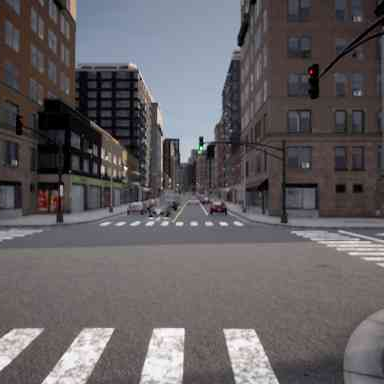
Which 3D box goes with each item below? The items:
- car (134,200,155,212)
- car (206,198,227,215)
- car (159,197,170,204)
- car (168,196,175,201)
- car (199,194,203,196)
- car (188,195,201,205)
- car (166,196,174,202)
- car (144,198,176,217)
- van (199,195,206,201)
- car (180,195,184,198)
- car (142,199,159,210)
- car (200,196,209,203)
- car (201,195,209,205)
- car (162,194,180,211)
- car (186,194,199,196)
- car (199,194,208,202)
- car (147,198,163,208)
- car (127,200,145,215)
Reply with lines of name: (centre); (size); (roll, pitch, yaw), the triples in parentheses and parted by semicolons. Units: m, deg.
car: (-5.763, 1.696, 41.138); (1.947, 1.339, 4.313); (1, 0, 0)
car: (2.762, 1.656, 35.525); (1.887, 1.381, 4.507); (1, 0, 0)
car: (-5.665, 1.770, 69.067); (2.008, 1.369, 4.403); (1, 0, 0)
car: (-5.587, 1.863, 91.410); (1.802, 1.307, 4.206); (1, 0, 0)
car: (2.874, 1.660, 69.040); (1.967, 1.590, 4.097); (1, 0, 0)
car: (0.175, 1.801, 62.322); (1.895, 1.301, 4.718); (0, 0, 0)
car: (-5.606, 1.791, 85.654); (1.752, 1.417, 4.829); (1, 0, 0)
car: (-3.014, 1.592, 32.336); (2.128, 1.511, 4.902); (0, 0, 0)
van: (2.948, 1.622, 91.383); (1.690, 1.788, 3.998); (1, 0, 0)
car: (-2.924, 1.729, 56.415); (2.033, 1.411, 5.357); (0, 0, 0)
car: (-5.744, 1.674, 46.554); (1.752, 1.417, 4.829); (1, 0, 0)
car: (2.911, 1.691, 80.211); (1.967, 1.590, 4.097); (1, 0, 0)
car: (2.854, 1.785, 63.453); (1.802, 1.307, 4.206); (1, 0, 0)
car: (-2.980, 1.354, 42.579); (2.150, 2.045, 5.566); (0, 0, 0)
car: (0.207, 1.614, 72.299); (1.994, 1.385, 4.181); (0, 0, 0)
car: (2.930, 1.581, 85.797); (2.192, 1.841, 5.009); (1, 0, 0)
car: (-5.724, 1.719, 52.310); (2.008, 1.369, 4.403); (1, 0, 0)
car: (-5.783, 1.693, 35.552); (1.802, 1.307, 4.206); (1, 0, 0)
